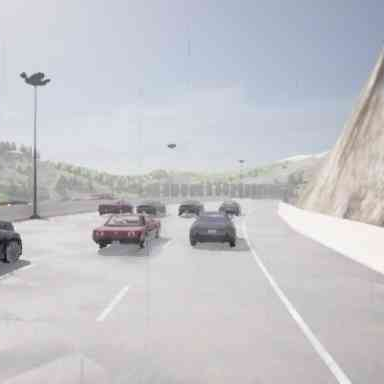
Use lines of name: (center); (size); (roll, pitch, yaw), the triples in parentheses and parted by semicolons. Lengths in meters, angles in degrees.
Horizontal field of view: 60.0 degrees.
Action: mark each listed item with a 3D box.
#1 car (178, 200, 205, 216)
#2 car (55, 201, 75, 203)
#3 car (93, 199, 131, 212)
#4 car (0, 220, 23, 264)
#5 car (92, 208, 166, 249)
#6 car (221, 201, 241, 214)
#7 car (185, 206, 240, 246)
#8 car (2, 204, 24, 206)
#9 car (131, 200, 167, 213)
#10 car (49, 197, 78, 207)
car: (0.000, 1.505, 32.082); (1.837, 1.490, 4.892); (0, 0, 11)
car: (-17.606, 1.562, 49.411); (1.895, 1.301, 4.718); (0, 0, 16)
car: (-7.178, 1.462, 31.896); (1.882, 1.535, 5.008); (0, 0, 10)
car: (-6.537, 1.477, 8.938); (2.128, 1.511, 4.902); (0, 0, 3)
car: (-2.613, 1.595, 14.610); (1.895, 1.301, 4.718); (0, 0, 5)
car: (3.852, 1.573, 33.395); (1.994, 1.385, 4.181); (0, 0, 12)
car: (1.008, 1.567, 15.419); (1.994, 1.385, 4.181); (0, 0, 6)
car: (-25.582, 1.544, 46.722); (1.895, 1.301, 4.718); (0, 0, 14)
car: (-3.739, 1.497, 31.228); (1.837, 1.490, 4.892); (0, 0, 10)
car: (-20.301, 1.481, 52.666); (1.812, 1.442, 4.674); (0, 0, 16)
